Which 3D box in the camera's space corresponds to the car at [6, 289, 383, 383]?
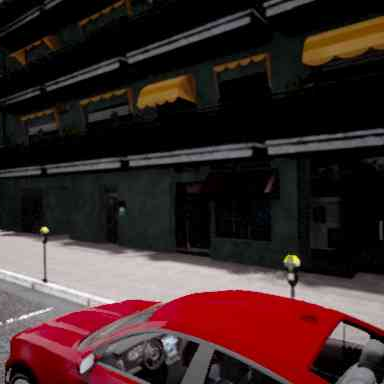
[{"bbox_3d":[0.201,1.541,2.748,4.507,1.381,1.887,0,-1,36],"label":"car"}]
